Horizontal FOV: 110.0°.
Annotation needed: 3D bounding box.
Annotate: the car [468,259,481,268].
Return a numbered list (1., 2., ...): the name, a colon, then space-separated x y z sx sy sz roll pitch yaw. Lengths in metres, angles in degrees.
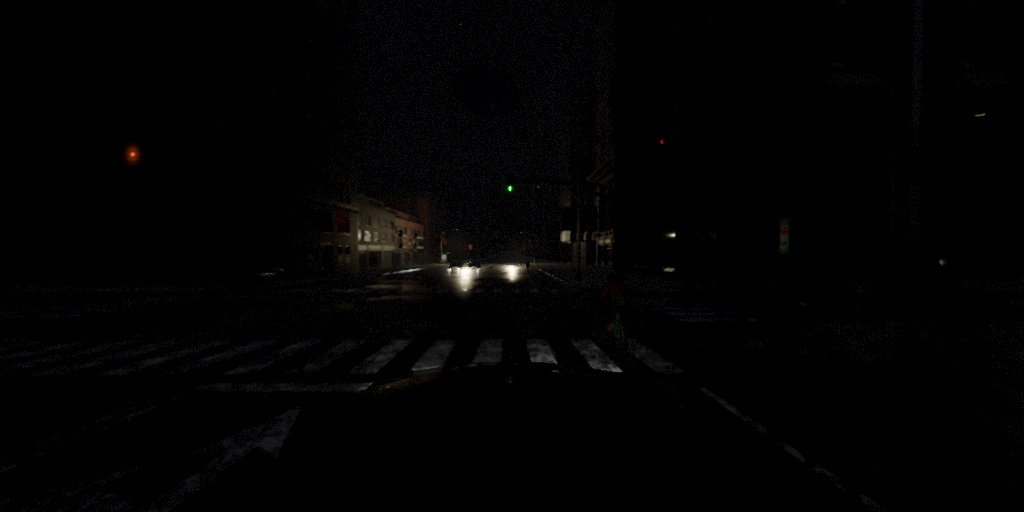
1. car: -6.502 1.326 62.863 1.812 1.442 4.674 0 0 0

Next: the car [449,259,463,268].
1. car: -9.752 1.326 62.863 1.812 1.442 4.674 0 0 0

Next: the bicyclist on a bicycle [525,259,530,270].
1. bicyclist on a bicycle: 2.268 1.231 51.266 0.866 1.612 1.509 0 0 0

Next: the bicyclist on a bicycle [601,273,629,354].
1. bicyclist on a bicycle: 2.250 1.208 7.870 0.582 1.620 1.656 0 0 0
